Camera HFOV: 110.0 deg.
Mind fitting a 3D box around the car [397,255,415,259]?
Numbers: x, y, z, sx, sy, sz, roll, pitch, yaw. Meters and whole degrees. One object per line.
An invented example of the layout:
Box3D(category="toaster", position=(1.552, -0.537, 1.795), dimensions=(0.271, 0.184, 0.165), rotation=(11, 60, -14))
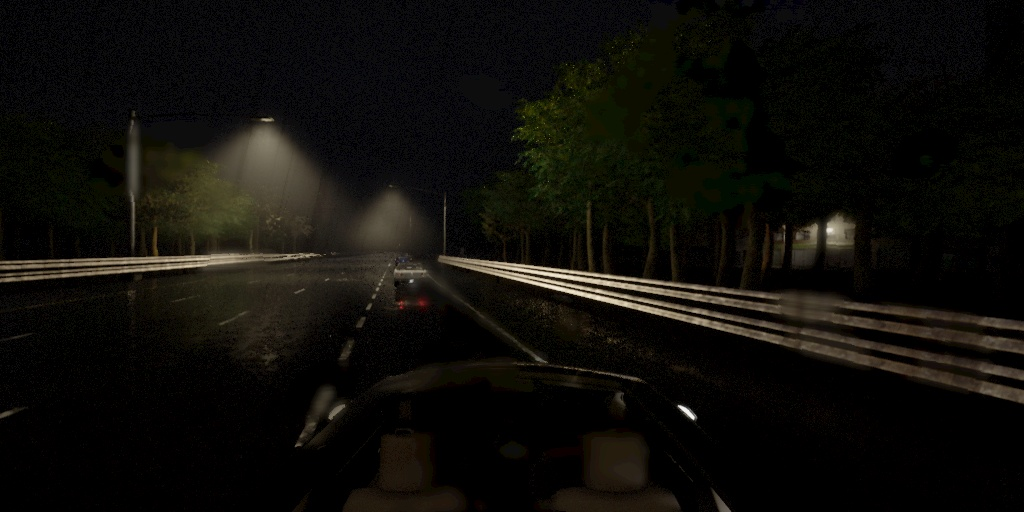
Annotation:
Box3D(category="car", position=(-13.563, 0.673, 44.702), dimensions=(2.033, 1.411, 5.357), rotation=(1, 1, -18))

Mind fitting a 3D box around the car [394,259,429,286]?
Box3D(category="car", position=(-6.260, 1.058, 22.080), dimensions=(1.895, 1.301, 4.718), rotation=(1, 1, -18))
